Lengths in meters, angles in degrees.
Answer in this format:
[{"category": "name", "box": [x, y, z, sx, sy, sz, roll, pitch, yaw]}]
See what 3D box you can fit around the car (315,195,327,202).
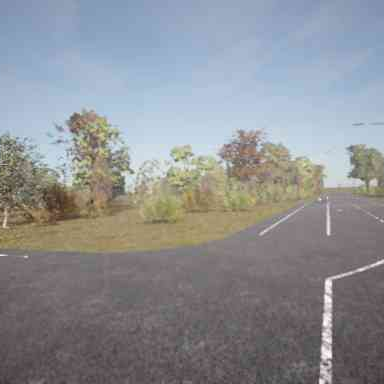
[{"category": "car", "box": [26.148, 1.316, 67.412, 2.128, 1.511, 4.902, -3, -1, 27]}]
